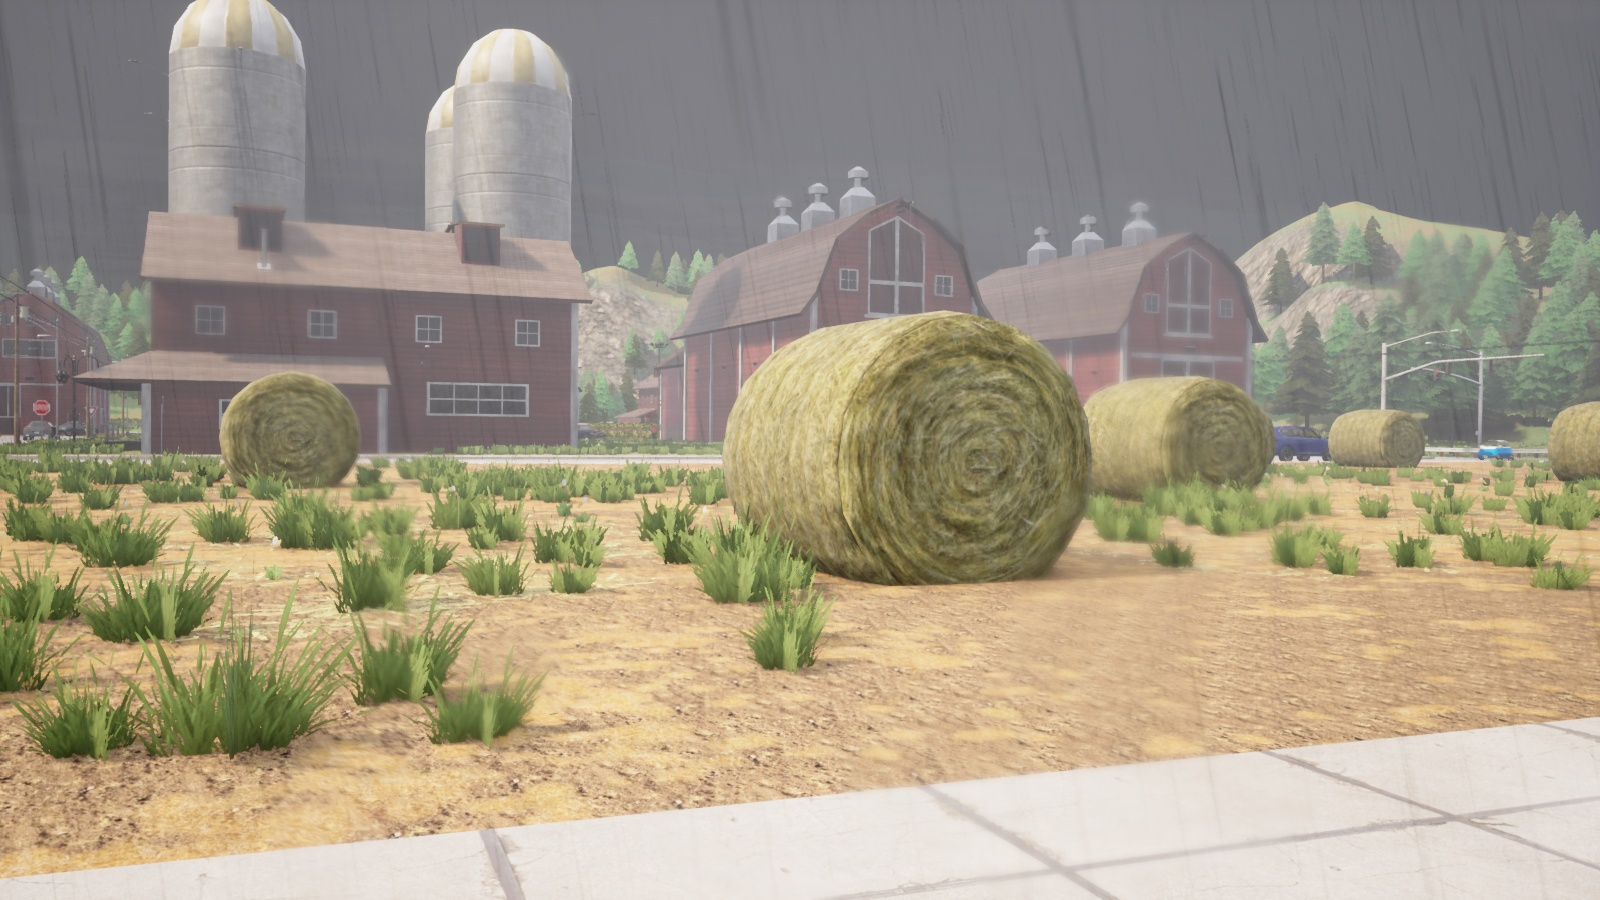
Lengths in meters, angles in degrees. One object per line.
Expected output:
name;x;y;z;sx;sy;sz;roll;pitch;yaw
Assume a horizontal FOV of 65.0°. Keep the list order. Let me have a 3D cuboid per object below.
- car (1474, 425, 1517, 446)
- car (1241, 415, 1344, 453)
car;45.833;-0.975;82.729;2.207;1.376;1.481;-1;1;-25
car;27.680;-0.921;70.506;5.566;2.045;2.150;-1;1;-25
